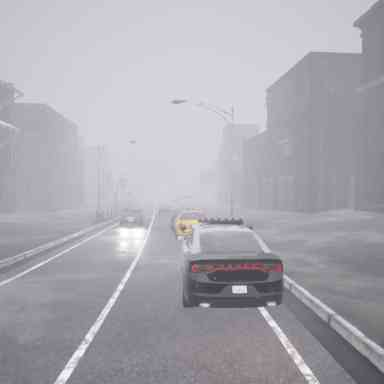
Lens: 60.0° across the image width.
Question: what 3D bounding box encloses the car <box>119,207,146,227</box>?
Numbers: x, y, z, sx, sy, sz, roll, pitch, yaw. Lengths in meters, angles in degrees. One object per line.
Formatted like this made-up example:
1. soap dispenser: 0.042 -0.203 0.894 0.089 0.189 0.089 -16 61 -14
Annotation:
1. car: -4.915 2.014 27.720 2.128 1.511 4.902 0 -2 -6

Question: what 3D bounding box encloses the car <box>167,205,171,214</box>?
1. car: -0.641 1.858 24.182 1.882 1.535 5.008 0 -2 -6

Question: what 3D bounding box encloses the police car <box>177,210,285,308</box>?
1. police car: 0.676 1.465 8.189 1.930 1.638 5.238 0 -1 -3

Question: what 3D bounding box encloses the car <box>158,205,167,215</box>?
1. car: -3.801 2.454 47.023 1.895 1.301 4.718 0 0 -5

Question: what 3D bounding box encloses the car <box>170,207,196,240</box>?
1. car: -0.073 1.671 18.365 1.801 1.575 5.366 0 -1 -5
